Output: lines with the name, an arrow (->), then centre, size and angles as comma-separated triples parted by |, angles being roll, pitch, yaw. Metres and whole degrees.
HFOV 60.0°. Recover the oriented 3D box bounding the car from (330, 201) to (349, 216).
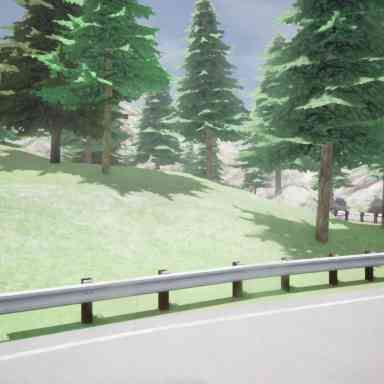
car -> 12.824, 1.520, 32.143 | 1.837, 1.490, 4.892 | 0, 0, -20
